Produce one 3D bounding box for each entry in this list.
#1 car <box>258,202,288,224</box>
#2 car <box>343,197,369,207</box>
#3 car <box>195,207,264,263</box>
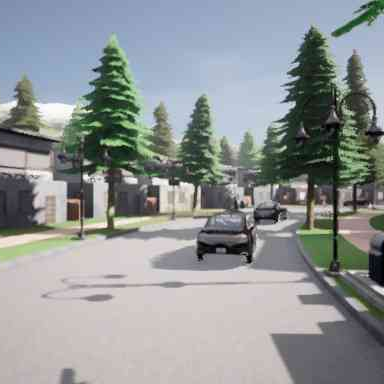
[{"bbox_3d":[6.189,1.561,25.869,2.128,1.511,4.902,0,0,27],"label":"car"},{"bbox_3d":[25.850,1.619,52.554,5.008,1.535,1.882,0,0,-32],"label":"car"},{"bbox_3d":[1.399,1.524,12.215,2.128,1.511,4.902,0,0,13],"label":"car"}]
